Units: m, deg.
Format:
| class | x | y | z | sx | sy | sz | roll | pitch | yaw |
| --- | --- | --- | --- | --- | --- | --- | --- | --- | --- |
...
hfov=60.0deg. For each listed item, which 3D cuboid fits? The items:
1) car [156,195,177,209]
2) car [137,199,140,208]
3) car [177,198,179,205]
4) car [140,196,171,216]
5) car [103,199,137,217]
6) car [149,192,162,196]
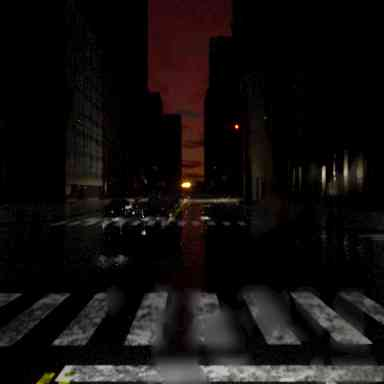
| class | x | y | z | sx | sy | sz | roll | pitch | yaw |
| --- | --- | --- | --- | --- | --- | --- | --- | --- | --- |
| car | -3.325 | 1.414 | 42.260 | 1.812 | 1.442 | 4.674 | 0 | 0 | 0 |
| car | -6.574 | 1.490 | 41.942 | 1.895 | 1.301 | 4.718 | 0 | 0 | 0 |
| car | -3.282 | 1.414 | 56.897 | 1.994 | 1.385 | 4.181 | 0 | 0 | 1 |
| car | -3.329 | 1.394 | 31.285 | 1.882 | 1.535 | 5.008 | 0 | 0 | 0 |
| car | -6.598 | 1.425 | 30.000 | 1.837 | 1.490 | 4.892 | 0 | 0 | 1 |
| car | -6.507 | 1.066 | 60.088 | 2.150 | 2.045 | 5.566 | 0 | 0 | 1 |
